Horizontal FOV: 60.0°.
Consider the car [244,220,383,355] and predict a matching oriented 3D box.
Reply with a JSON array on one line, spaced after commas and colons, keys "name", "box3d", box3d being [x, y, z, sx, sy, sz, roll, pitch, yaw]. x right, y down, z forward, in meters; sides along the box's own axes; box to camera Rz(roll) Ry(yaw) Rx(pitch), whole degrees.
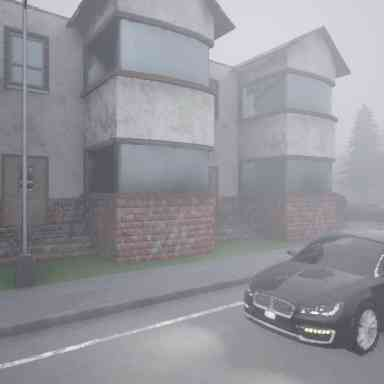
[{"name": "car", "box3d": [3.106, 1.504, 6.169, 4.892, 1.490, 1.837, 0, 0, -35]}]

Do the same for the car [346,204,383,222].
[{"name": "car", "box3d": [12.752, 1.547, 23.539, 2.033, 1.411, 5.357, 0, 0, -35]}]
